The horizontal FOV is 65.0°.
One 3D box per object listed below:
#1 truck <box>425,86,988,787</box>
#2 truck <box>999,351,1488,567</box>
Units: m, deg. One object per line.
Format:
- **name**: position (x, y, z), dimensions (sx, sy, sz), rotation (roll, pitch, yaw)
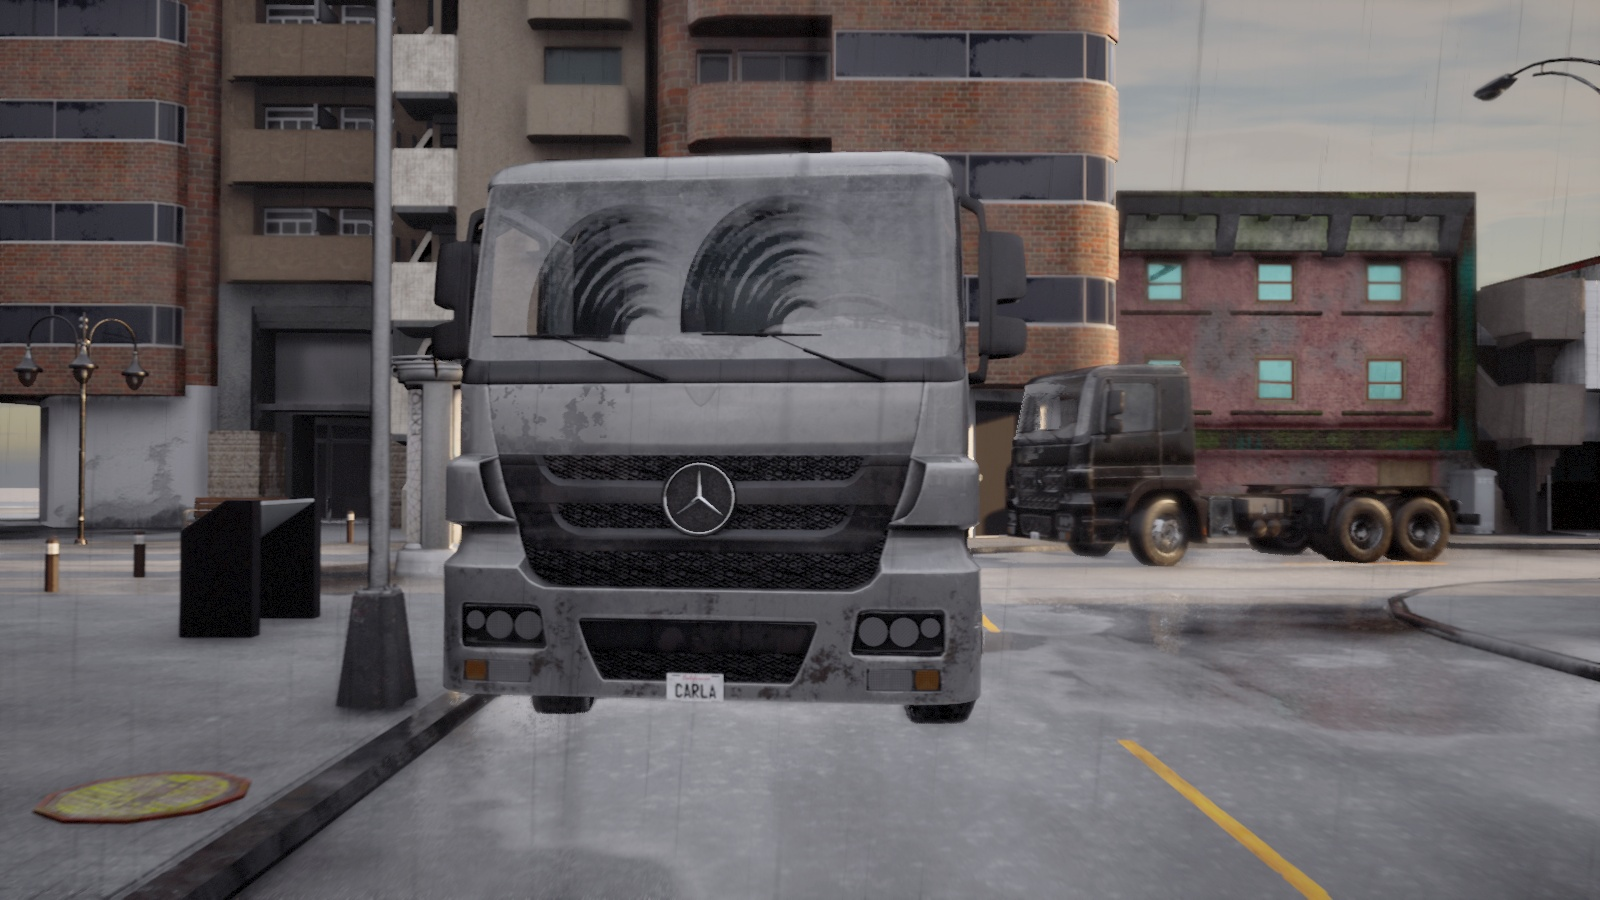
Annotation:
- **truck**: position (-0.057, -0.003, 10.309), dimensions (2.891, 3.462, 7.936), rotation (0, -1, 7)
- **truck**: position (7.844, 0.160, 22.451), dimensions (7.936, 3.462, 2.891), rotation (0, -1, -14)
